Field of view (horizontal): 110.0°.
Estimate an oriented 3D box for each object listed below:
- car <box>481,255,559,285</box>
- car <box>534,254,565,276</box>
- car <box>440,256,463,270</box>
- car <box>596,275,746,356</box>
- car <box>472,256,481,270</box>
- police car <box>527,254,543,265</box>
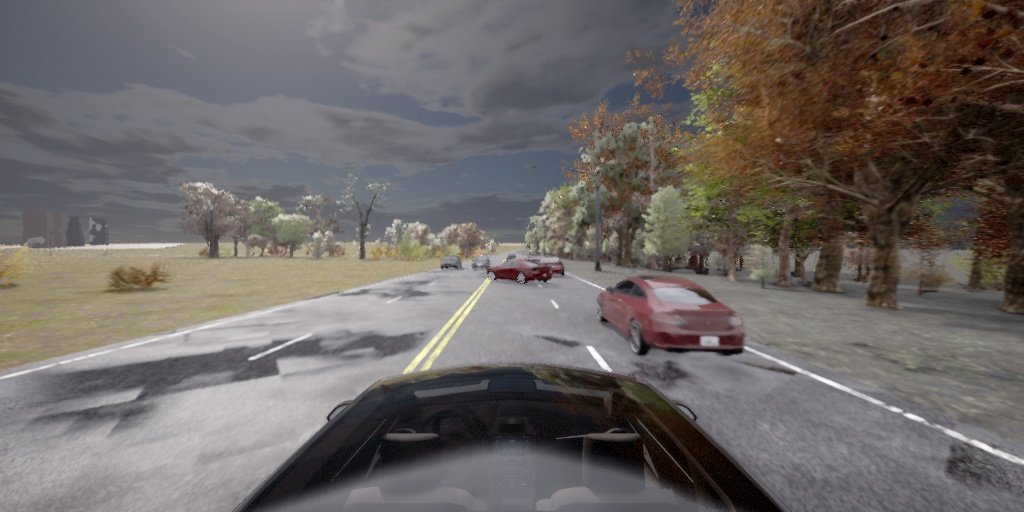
[{"bbox_3d":[0.373,0.930,22.944,1.882,1.535,5.008,-1,1,-39],"label":"car"},{"bbox_3d":[3.246,0.837,30.242,2.163,1.488,4.792,-1,1,0],"label":"car"},{"bbox_3d":[-6.554,0.732,39.185,1.837,1.490,4.892,0,0,0],"label":"car"},{"bbox_3d":[3.260,1.158,8.206,1.812,1.442,4.674,1,2,0],"label":"car"},{"bbox_3d":[-3.306,0.716,39.338,2.128,1.511,4.902,0,1,0],"label":"car"},{"bbox_3d":[3.275,0.522,52.217,2.038,1.542,4.974,0,0,0],"label":"police car"}]
